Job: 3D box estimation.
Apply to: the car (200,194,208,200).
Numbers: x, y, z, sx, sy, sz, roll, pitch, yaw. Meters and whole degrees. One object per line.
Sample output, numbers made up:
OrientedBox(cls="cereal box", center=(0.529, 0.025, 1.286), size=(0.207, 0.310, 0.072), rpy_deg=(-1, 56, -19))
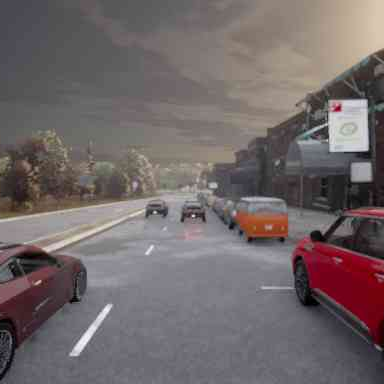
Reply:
OrientedBox(cls="car", center=(3.208, 1.389, 88.054), size=(1.946, 1.575, 5.366), rpy_deg=(0, 0, 0))

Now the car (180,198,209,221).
OrientedBox(cls="car", center=(0.102, 1.478, 26.643), size=(1.837, 1.490, 4.892), rpy_deg=(0, 0, 0))

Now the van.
OrientedBox(cls="van", center=(3.226, 1.238, 16.156), size=(1.878, 1.987, 4.442), rpy_deg=(0, 0, 0))

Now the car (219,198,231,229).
OrientedBox(cls="car", center=(3.227, 1.333, 21.534), size=(2.185, 1.767, 4.553), rpy_deg=(0, 0, 0))

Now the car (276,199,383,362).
OrientedBox(cls="car", center=(3.225, 1.224, 4.893), size=(2.435, 2.045, 5.566), rpy_deg=(0, 0, 0))

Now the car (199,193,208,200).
OrientedBox(cls="car", center=(3.204, 1.261, 93.362), size=(2.185, 1.767, 4.553), rpy_deg=(0, 0, 0))

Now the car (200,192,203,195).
OrientedBox(cls="car", center=(3.220, 1.410, 71.161), size=(2.231, 1.521, 4.892), rpy_deg=(0, 0, 0))

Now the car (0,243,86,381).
OrientedBox(cls="car", center=(-3.149, 1.520, 5.195), size=(1.812, 1.442, 4.674), rpy_deg=(0, 0, 0))

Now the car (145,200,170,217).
OrientedBox(cls="car", center=(-3.147, 1.474, 30.728), size=(1.837, 1.490, 4.892), rpy_deg=(0, 0, 0))

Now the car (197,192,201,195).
OrientedBox(cls="car", center=(3.212, 1.146, 82.371), size=(2.435, 2.045, 5.566), rpy_deg=(0, 0, 0))

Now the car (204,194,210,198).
OrientedBox(cls="car", center=(3.228, 1.428, 49.251), size=(1.946, 1.575, 5.366), rpy_deg=(0, 0, 0))

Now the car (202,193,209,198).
OrientedBox(cls="car", center=(3.232, 1.300, 54.560), size=(2.185, 1.767, 4.553), rpy_deg=(0, 0, 0))

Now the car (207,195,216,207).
OrientedBox(cls="car", center=(3.228, 1.443, 38.009), size=(2.231, 1.521, 4.892), rpy_deg=(0, 0, 0))

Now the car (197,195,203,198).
OrientedBox(cls="car", center=(0.104, 1.483, 43.015), size=(1.812, 1.442, 4.674), rpy_deg=(0, 0, 0))

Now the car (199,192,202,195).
OrientedBox(cls="car", center=(3.218, 1.404, 76.687), size=(2.231, 1.521, 4.892), rpy_deg=(0, 0, 0))

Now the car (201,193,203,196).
OrientedBox(cls="car", center=(3.230, 1.417, 60.303), size=(1.946, 1.575, 5.366), rpy_deg=(0, 0, 0))

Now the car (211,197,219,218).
OrientedBox(cls="car", center=(3.229, 1.488, 32.488), size=(2.002, 1.452, 4.674), rpy_deg=(0, 0, 0))
